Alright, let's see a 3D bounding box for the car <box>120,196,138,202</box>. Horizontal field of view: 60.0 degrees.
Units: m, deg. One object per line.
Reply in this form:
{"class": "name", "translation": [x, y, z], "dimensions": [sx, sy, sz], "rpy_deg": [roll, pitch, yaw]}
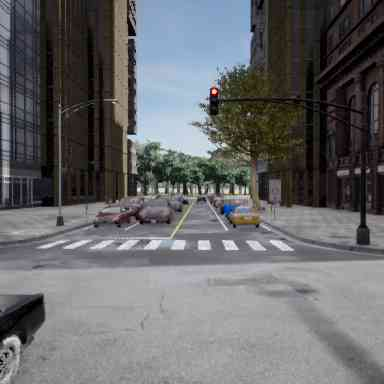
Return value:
{"class": "car", "translation": [-5.010, 1.290, 27.614], "dimensions": [2.192, 1.841, 5.009], "rpy_deg": [-1, 0, 2]}

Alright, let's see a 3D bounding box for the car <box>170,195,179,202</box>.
{"class": "car", "translation": [-3.820, 1.446, 73.036], "dimensions": [1.802, 1.307, 4.206], "rpy_deg": [0, 0, 2]}

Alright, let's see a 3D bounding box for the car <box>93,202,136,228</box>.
{"class": "car", "translation": [-5.155, 1.565, 21.936], "dimensions": [1.802, 1.307, 4.206], "rpy_deg": [-1, 0, 2]}

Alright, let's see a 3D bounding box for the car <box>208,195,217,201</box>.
{"class": "car", "translation": [4.850, 1.429, 78.495], "dimensions": [1.802, 1.307, 4.206], "rpy_deg": [0, 0, 2]}

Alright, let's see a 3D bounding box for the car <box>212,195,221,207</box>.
{"class": "car", "translation": [3.965, 1.465, 44.602], "dimensions": [1.752, 1.417, 4.829], "rpy_deg": [-1, 0, 2]}

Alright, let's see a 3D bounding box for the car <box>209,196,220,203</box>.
{"class": "car", "translation": [4.553, 1.431, 67.141], "dimensions": [2.008, 1.369, 4.403], "rpy_deg": [-1, 0, 2]}

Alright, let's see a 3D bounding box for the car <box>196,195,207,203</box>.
{"class": "car", "translation": [1.864, 1.389, 65.866], "dimensions": [1.837, 1.490, 4.892], "rpy_deg": [0, 0, 2]}

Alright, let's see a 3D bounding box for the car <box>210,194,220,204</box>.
{"class": "car", "translation": [4.109, 1.471, 50.109], "dimensions": [1.887, 1.381, 4.507], "rpy_deg": [-1, 0, 2]}

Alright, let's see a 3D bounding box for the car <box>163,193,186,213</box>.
{"class": "car", "translation": [-2.103, 1.313, 36.342], "dimensions": [2.097, 1.767, 4.553], "rpy_deg": [0, 0, 2]}

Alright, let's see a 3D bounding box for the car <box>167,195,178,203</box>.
{"class": "car", "translation": [-3.969, 1.425, 67.358], "dimensions": [1.887, 1.381, 4.507], "rpy_deg": [0, 0, 2]}

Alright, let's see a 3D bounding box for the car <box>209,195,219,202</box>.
{"class": "car", "translation": [4.702, 1.415, 72.817], "dimensions": [2.008, 1.369, 4.403], "rpy_deg": [0, 0, 2]}

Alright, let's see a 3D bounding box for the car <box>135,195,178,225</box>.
{"class": "car", "translation": [-2.436, 1.331, 23.892], "dimensions": [2.097, 1.767, 4.553], "rpy_deg": [0, 0, 2]}

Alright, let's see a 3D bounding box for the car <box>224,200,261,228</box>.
{"class": "car", "translation": [3.371, 1.508, 21.892], "dimensions": [1.752, 1.417, 4.829], "rpy_deg": [-1, 0, 2]}

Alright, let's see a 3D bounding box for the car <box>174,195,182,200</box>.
{"class": "car", "translation": [-3.524, 1.375, 84.391], "dimensions": [1.887, 1.381, 4.507], "rpy_deg": [0, 0, 2]}

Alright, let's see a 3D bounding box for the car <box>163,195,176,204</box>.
{"class": "car", "translation": [-4.118, 1.336, 61.680], "dimensions": [1.967, 1.590, 4.097], "rpy_deg": [0, 0, 2]}

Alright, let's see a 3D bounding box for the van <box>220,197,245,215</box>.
{"class": "van", "translation": [3.513, 1.316, 27.400], "dimensions": [1.690, 1.788, 3.998], "rpy_deg": [-1, 0, 2]}

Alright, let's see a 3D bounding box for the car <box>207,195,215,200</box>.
{"class": "car", "translation": [5.147, 1.379, 89.849], "dimensions": [1.947, 1.339, 4.313], "rpy_deg": [0, 0, 2]}

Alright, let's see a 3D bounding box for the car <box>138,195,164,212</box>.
{"class": "car", "translation": [-4.713, 1.268, 38.970], "dimensions": [2.192, 1.841, 5.009], "rpy_deg": [-1, 0, 2]}

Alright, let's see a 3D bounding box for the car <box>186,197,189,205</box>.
{"class": "car", "translation": [-1.495, 1.511, 56.060], "dimensions": [1.895, 1.301, 4.718], "rpy_deg": [0, 0, 2]}

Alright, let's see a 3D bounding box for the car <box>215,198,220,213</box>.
{"class": "car", "translation": [3.664, 1.531, 33.077], "dimensions": [1.947, 1.339, 4.313], "rpy_deg": [-1, 0, 2]}

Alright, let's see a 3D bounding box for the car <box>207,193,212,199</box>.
{"class": "car", "translation": [4.403, 1.211, 61.463], "dimensions": [2.192, 1.841, 5.009], "rpy_deg": [-1, 0, 2]}

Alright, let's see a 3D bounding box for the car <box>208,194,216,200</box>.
{"class": "car", "translation": [5.002, 1.355, 84.342], "dimensions": [1.752, 1.417, 4.829], "rpy_deg": [0, 0, 2]}

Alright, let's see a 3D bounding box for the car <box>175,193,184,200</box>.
{"class": "car", "translation": [-3.378, 1.128, 90.068], "dimensions": [2.192, 1.841, 5.009], "rpy_deg": [0, 0, 2]}

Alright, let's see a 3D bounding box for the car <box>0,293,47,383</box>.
{"class": "car", "translation": [-2.983, 1.602, 2.366], "dimensions": [1.895, 1.301, 4.718], "rpy_deg": [0, 0, 1]}

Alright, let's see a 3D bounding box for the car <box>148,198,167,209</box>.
{"class": "car", "translation": [-4.562, 1.491, 44.648], "dimensions": [2.008, 1.369, 4.403], "rpy_deg": [-1, 0, 2]}

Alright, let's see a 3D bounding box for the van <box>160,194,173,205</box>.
{"class": "van", "translation": [-4.267, 1.252, 56.003], "dimensions": [1.690, 1.788, 3.998], "rpy_deg": [0, 0, 2]}

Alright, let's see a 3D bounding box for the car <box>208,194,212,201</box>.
{"class": "car", "translation": [4.257, 1.462, 55.786], "dimensions": [2.008, 1.369, 4.403], "rpy_deg": [-1, 0, 2]}

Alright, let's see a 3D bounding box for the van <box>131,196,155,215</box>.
{"class": "van", "translation": [-4.861, 1.306, 33.292], "dimensions": [1.690, 1.788, 3.998], "rpy_deg": [-1, 0, 2]}
